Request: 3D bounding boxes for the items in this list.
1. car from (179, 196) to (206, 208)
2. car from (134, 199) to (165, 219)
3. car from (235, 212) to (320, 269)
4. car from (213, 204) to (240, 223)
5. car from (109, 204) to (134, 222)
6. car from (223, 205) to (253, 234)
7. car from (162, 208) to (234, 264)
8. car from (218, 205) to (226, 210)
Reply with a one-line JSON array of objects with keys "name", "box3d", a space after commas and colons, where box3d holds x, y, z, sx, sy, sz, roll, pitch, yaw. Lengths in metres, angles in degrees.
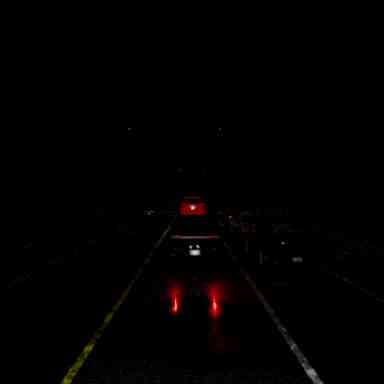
[{"name": "car", "box3d": [0.067, 1.364, 28.886, 2.150, 2.045, 5.566, 0, 0, 0]}, {"name": "car", "box3d": [-3.029, 1.267, 25.821, 1.812, 1.442, 4.674, 0, 0, 0]}, {"name": "car", "box3d": [2.854, 1.608, 11.201, 2.008, 1.369, 4.403, -1, 0, 0]}, {"name": "car", "box3d": [2.838, 1.720, 27.959, 1.802, 1.307, 4.206, -1, 0, 0]}, {"name": "car", "box3d": [-5.707, 1.682, 27.948, 1.887, 1.381, 4.507, -1, 0, 0]}, {"name": "car", "box3d": [2.848, 1.611, 16.957, 1.752, 1.417, 4.829, -1, 0, 0]}, {"name": "car", "box3d": [0.086, 1.554, 12.087, 2.128, 1.511, 4.902, 0, 0, 0]}, {"name": "car", "box3d": [2.843, 1.677, 22.373, 1.947, 1.339, 4.313, -1, 0, 0]}]
